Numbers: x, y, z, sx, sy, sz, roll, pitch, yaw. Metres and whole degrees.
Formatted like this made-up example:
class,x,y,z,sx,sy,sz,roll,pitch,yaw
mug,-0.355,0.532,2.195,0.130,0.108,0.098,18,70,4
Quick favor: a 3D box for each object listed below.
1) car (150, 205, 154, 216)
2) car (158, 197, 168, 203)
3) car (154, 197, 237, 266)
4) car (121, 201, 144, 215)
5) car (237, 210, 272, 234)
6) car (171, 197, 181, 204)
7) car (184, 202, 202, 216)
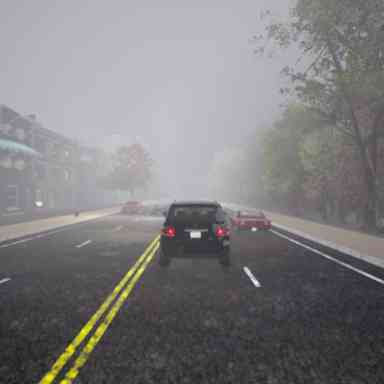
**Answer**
class,x,y,z,sx,sy,sz,roll,pitch,yaw
car,-3.346,1.828,35.728,1.895,1.301,4.718,0,0,0
car,-6.809,1.785,78.005,1.895,1.301,4.718,0,0,-1
car,0.100,1.298,11.920,2.150,2.045,5.566,0,0,0
car,-6.592,1.713,37.002,1.882,1.535,5.008,0,0,0
car,3.350,1.730,20.111,1.895,1.301,4.718,0,0,0
car,-3.530,1.918,76.301,2.128,1.511,4.902,0,0,-1
car,0.098,1.830,36.021,1.895,1.301,4.718,0,0,0
